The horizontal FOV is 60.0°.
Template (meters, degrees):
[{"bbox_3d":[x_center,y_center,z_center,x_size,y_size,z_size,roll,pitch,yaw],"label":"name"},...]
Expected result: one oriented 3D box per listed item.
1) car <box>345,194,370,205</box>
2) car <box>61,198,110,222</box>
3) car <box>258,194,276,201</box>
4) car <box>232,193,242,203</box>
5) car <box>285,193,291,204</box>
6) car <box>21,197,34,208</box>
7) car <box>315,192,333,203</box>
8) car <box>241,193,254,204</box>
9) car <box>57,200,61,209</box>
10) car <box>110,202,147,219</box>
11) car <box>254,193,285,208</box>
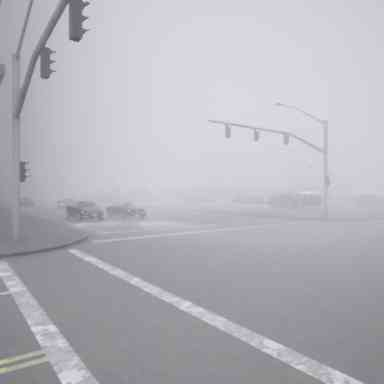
[{"bbox_3d":[27.889,1.238,56.570,3.806,1.475,1.970,0,0,-35],"label":"car"},{"bbox_3d":[-8.274,1.427,25.575,1.837,1.490,4.892,0,0,-36],"label":"car"},{"bbox_3d":[16.430,1.207,72.711,3.905,1.438,1.784,0,0,-35],"label":"car"},{"bbox_3d":[8.966,1.040,57.076,4.605,1.855,1.932,0,0,-35],"label":"car"},{"bbox_3d":[18.051,0.997,70.309,4.605,1.855,1.932,0,0,-35],"label":"car"},{"bbox_3d":[-23.766,1.472,47.221,2.033,1.411,5.357,0,0,-35],"label":"car"},{"bbox_3d":[32.339,0.950,80.449,3.866,1.878,1.905,0,0,-35],"label":"car"},{"bbox_3d":[10.558,1.250,54.916,3.905,1.438,1.784,0,0,-35],"label":"car"},{"bbox_3d":[-15.372,1.461,41.460,2.033,1.411,5.357,0,0,-36],"label":"car"},{"bbox_3d":[-5.547,1.514,27.779,1.895,1.301,4.718,0,0,-36],"label":"car"},{"bbox_3d":[12.230,1.282,52.552,3.806,1.475,1.970,0,0,-35],"label":"car"}]
